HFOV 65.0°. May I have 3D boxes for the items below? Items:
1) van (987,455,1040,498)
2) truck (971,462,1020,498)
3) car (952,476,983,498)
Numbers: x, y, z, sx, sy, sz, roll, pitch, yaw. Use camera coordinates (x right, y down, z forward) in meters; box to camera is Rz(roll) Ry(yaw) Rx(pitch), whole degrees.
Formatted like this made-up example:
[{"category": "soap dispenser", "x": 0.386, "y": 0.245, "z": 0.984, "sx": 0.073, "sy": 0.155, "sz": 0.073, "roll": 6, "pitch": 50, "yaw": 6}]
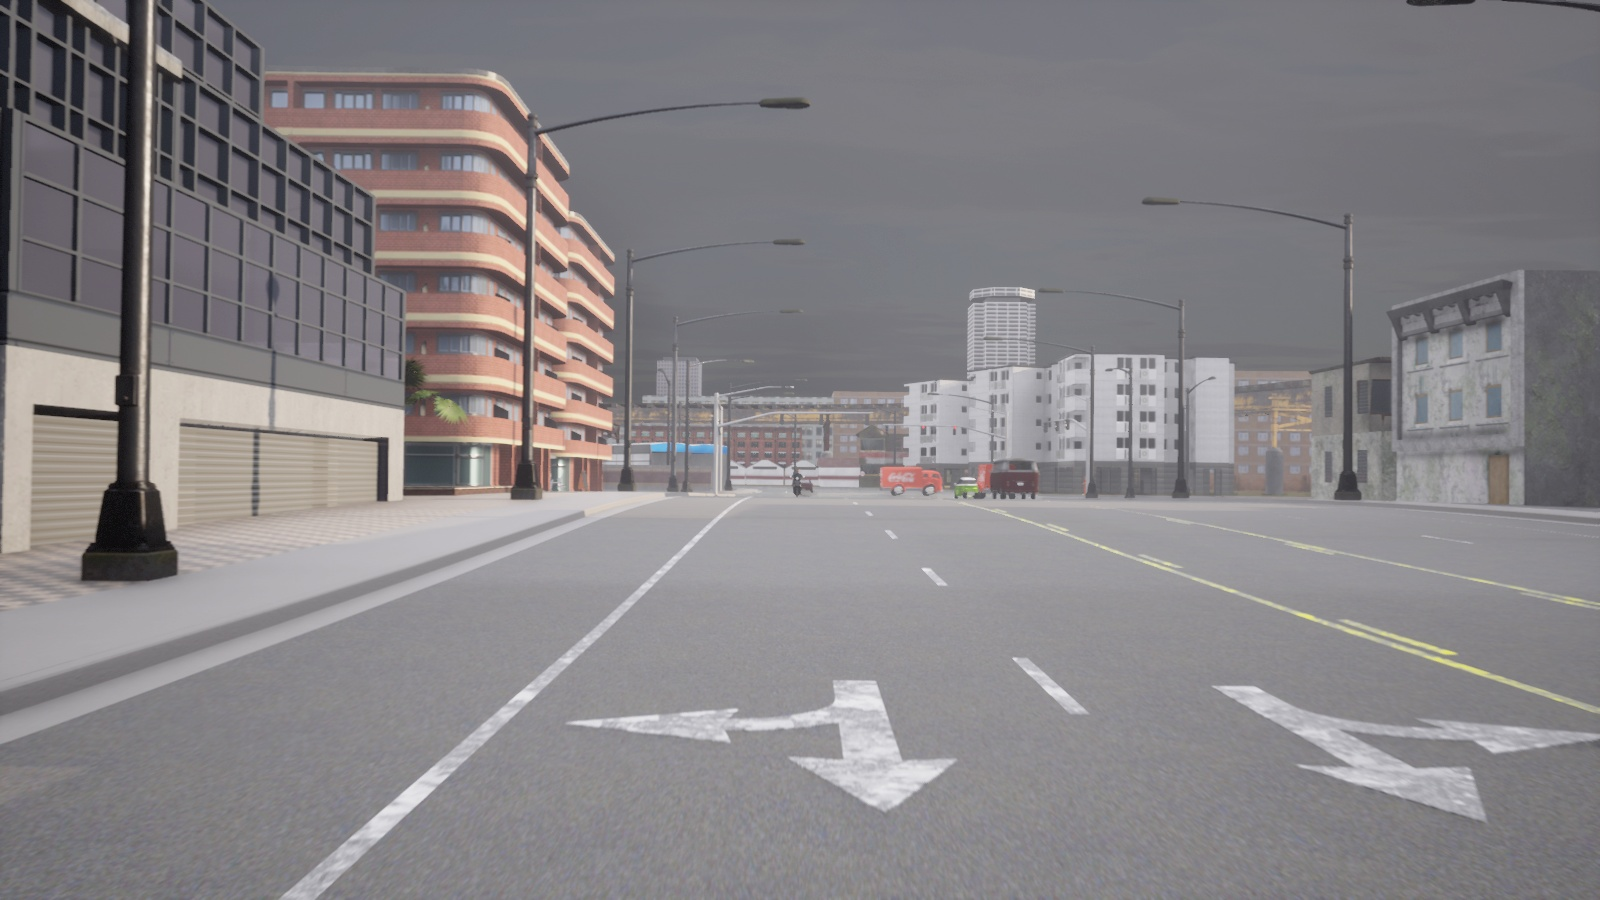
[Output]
[{"category": "van", "x": 10.384, "y": 1.335, "z": 61.342, "sx": 1.775, "sy": 1.987, "sz": 4.442, "roll": 0, "pitch": -2, "yaw": 0}, {"category": "truck", "x": 13.834, "y": 2.148, "z": 89.254, "sx": 2.627, "sy": 2.467, "sz": 5.204, "roll": 0, "pitch": -2, "yaw": 0}, {"category": "car", "x": 10.539, "y": 2.319, "z": 79.091, "sx": 1.481, "sy": 1.376, "sz": 2.207, "roll": 0, "pitch": -2, "yaw": -4}]
